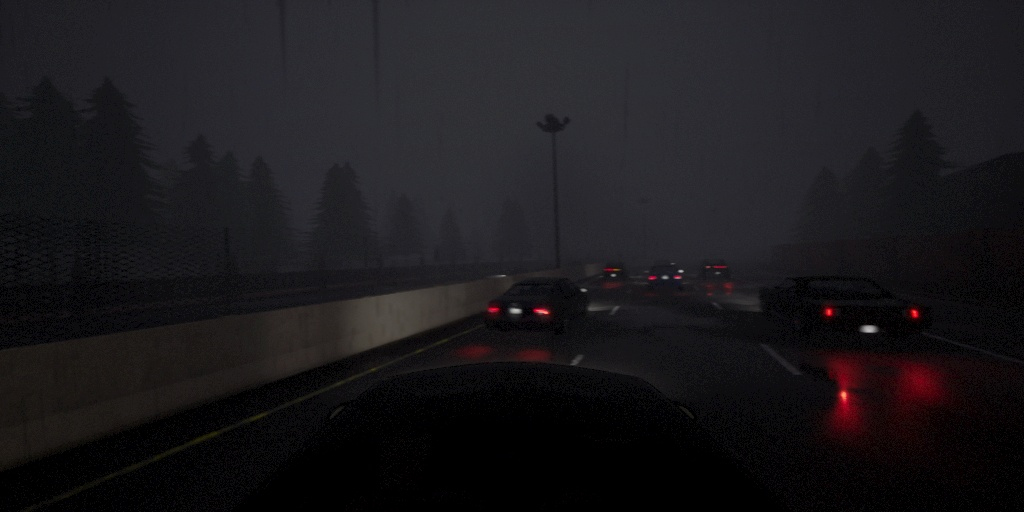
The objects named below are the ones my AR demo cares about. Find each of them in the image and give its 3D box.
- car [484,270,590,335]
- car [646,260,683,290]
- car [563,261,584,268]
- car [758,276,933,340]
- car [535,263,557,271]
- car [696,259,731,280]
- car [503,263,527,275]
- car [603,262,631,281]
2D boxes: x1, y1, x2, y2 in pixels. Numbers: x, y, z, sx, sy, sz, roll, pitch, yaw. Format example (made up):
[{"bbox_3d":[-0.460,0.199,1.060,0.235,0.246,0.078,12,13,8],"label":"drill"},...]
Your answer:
[{"bbox_3d":[1.030,1.342,10.809,2.033,1.411,5.357,-2,-1,22],"label":"car"},{"bbox_3d":[8.941,1.173,21.081,2.033,1.411,5.357,-2,-1,22],"label":"car"},{"bbox_3d":[7.890,1.381,45.857,1.837,1.490,4.892,-2,-1,27],"label":"car"},{"bbox_3d":[7.927,1.157,9.204,1.895,1.301,4.718,-2,-1,22],"label":"car"},{"bbox_3d":[4.676,1.592,47.240,1.895,1.301,4.718,-2,-1,27],"label":"car"},{"bbox_3d":[15.103,0.967,27.023,2.128,1.511,4.902,-2,-1,22],"label":"car"},{"bbox_3d":[0.456,1.647,46.464,1.812,1.442,4.674,-2,-1,25],"label":"car"},{"bbox_3d":[8.711,1.214,29.878,1.837,1.490,4.892,-2,-1,22],"label":"car"}]
